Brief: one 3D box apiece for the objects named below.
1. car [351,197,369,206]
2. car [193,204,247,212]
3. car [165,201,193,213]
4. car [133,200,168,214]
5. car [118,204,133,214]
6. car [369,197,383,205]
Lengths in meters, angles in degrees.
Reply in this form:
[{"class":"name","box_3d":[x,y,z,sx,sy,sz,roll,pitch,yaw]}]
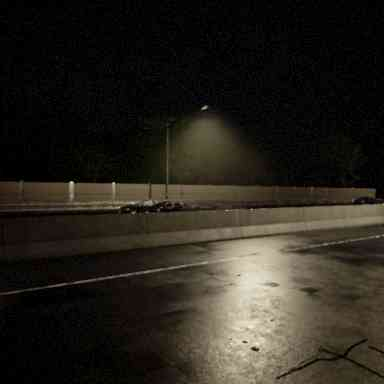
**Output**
[{"class":"car","box_3d":[27.944,1.548,54.124,4.553,1.767,2.097,0,0,-35]},{"class":"car","box_3d":[2.496,1.607,22.987,4.181,1.385,1.994,0,0,-36]},{"class":"car","box_3d":[0.417,1.607,25.803,4.181,1.385,1.994,0,0,-36]},{"class":"car","box_3d":[-2.167,1.546,28.258,4.892,1.490,1.837,0,0,-36]},{"class":"car","box_3d":[-4.402,1.532,30.963,4.902,1.511,2.128,0,0,-36]},{"class":"car","box_3d":[29.916,1.688,51.240,4.902,1.511,2.128,0,0,-35]}]
